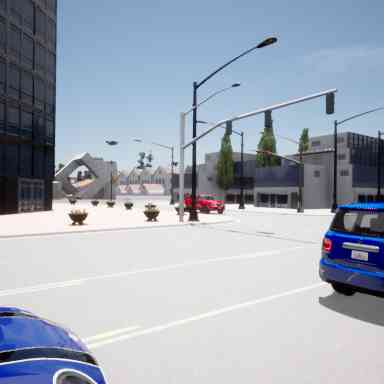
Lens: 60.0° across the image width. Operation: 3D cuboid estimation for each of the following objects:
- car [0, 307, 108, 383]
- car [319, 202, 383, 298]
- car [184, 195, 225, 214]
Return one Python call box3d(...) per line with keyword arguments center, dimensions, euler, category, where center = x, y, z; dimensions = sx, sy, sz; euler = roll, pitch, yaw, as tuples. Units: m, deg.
box3d(center=(-2.729, 1.352, 1.796), dimensions=(4.553, 1.767, 2.097), euler=(0, 0, -35), category="car")
box3d(center=(5.200, 1.239, 7.507), dimensions=(5.566, 2.045, 2.150), euler=(0, 0, -35), category="car")
box3d(center=(1.299, 1.314, 36.715), dimensions=(2.150, 2.045, 5.566), euler=(1, -1, -35), category="car")
